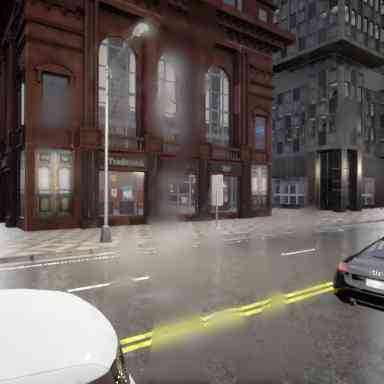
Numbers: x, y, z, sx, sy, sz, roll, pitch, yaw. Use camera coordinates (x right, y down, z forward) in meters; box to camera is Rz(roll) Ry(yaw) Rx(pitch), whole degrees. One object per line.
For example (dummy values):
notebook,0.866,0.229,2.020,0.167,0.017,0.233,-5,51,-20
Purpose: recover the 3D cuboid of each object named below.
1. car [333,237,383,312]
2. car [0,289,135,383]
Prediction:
car,4.817,1.562,6.893,4.181,1.385,1.994,0,0,-35
car,-2.920,1.221,1.352,5.566,2.045,2.150,0,0,-36
